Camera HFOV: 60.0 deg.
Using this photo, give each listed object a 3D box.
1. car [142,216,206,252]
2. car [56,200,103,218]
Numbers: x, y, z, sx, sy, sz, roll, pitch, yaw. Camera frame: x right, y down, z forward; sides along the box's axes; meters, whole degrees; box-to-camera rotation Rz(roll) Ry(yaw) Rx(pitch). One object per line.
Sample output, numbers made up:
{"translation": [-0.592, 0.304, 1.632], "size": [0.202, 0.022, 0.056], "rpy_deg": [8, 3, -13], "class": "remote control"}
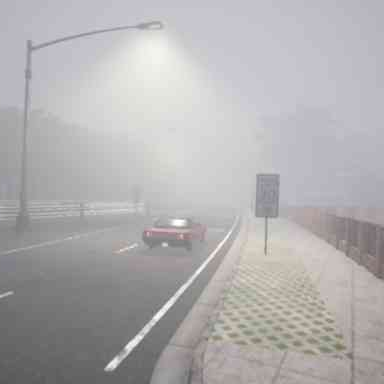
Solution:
{"translation": [-0.569, 1.725, 14.822], "size": [1.895, 1.301, 4.718], "rpy_deg": [2, 0, 11], "class": "car"}
{"translation": [-9.997, 1.520, 30.105], "size": [1.837, 1.490, 4.892], "rpy_deg": [2, 0, 23], "class": "car"}
